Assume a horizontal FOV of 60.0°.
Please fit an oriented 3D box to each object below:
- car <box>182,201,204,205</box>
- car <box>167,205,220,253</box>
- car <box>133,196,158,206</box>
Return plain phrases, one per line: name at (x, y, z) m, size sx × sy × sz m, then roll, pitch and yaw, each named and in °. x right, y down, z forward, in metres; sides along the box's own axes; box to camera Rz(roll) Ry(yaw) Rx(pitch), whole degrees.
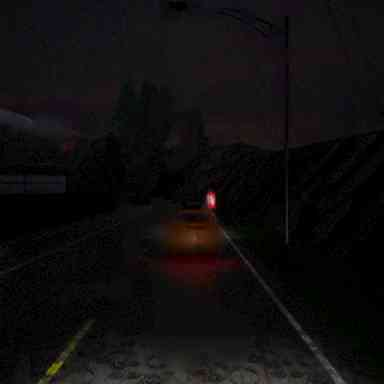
car at (0.074, 1.500, 29.811) m, size 1.812 × 1.442 × 4.674 m, roll 0°, pitch 0°, yaw 0°
car at (0.068, 1.466, 13.640) m, size 1.882 × 1.535 × 5.008 m, roll 0°, pitch -1°, yaw 0°
car at (-7.736, 1.478, 55.255) m, size 4.674 × 1.442 × 1.812 m, roll 0°, pitch -1°, yaw 37°
